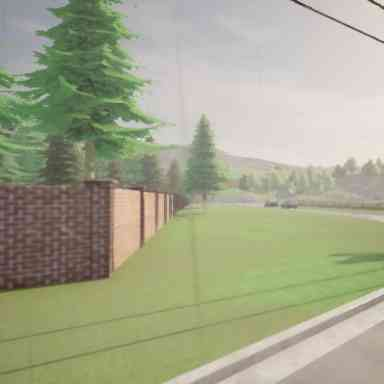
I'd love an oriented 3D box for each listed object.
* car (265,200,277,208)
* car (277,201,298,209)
[{"bbox_3d":[17.303,2.624,72.534,1.837,1.490,4.892,0,-1,-5],"label":"car"},{"bbox_3d":[18.256,2.495,62.660,1.837,1.490,4.892,0,-1,-5],"label":"car"}]
